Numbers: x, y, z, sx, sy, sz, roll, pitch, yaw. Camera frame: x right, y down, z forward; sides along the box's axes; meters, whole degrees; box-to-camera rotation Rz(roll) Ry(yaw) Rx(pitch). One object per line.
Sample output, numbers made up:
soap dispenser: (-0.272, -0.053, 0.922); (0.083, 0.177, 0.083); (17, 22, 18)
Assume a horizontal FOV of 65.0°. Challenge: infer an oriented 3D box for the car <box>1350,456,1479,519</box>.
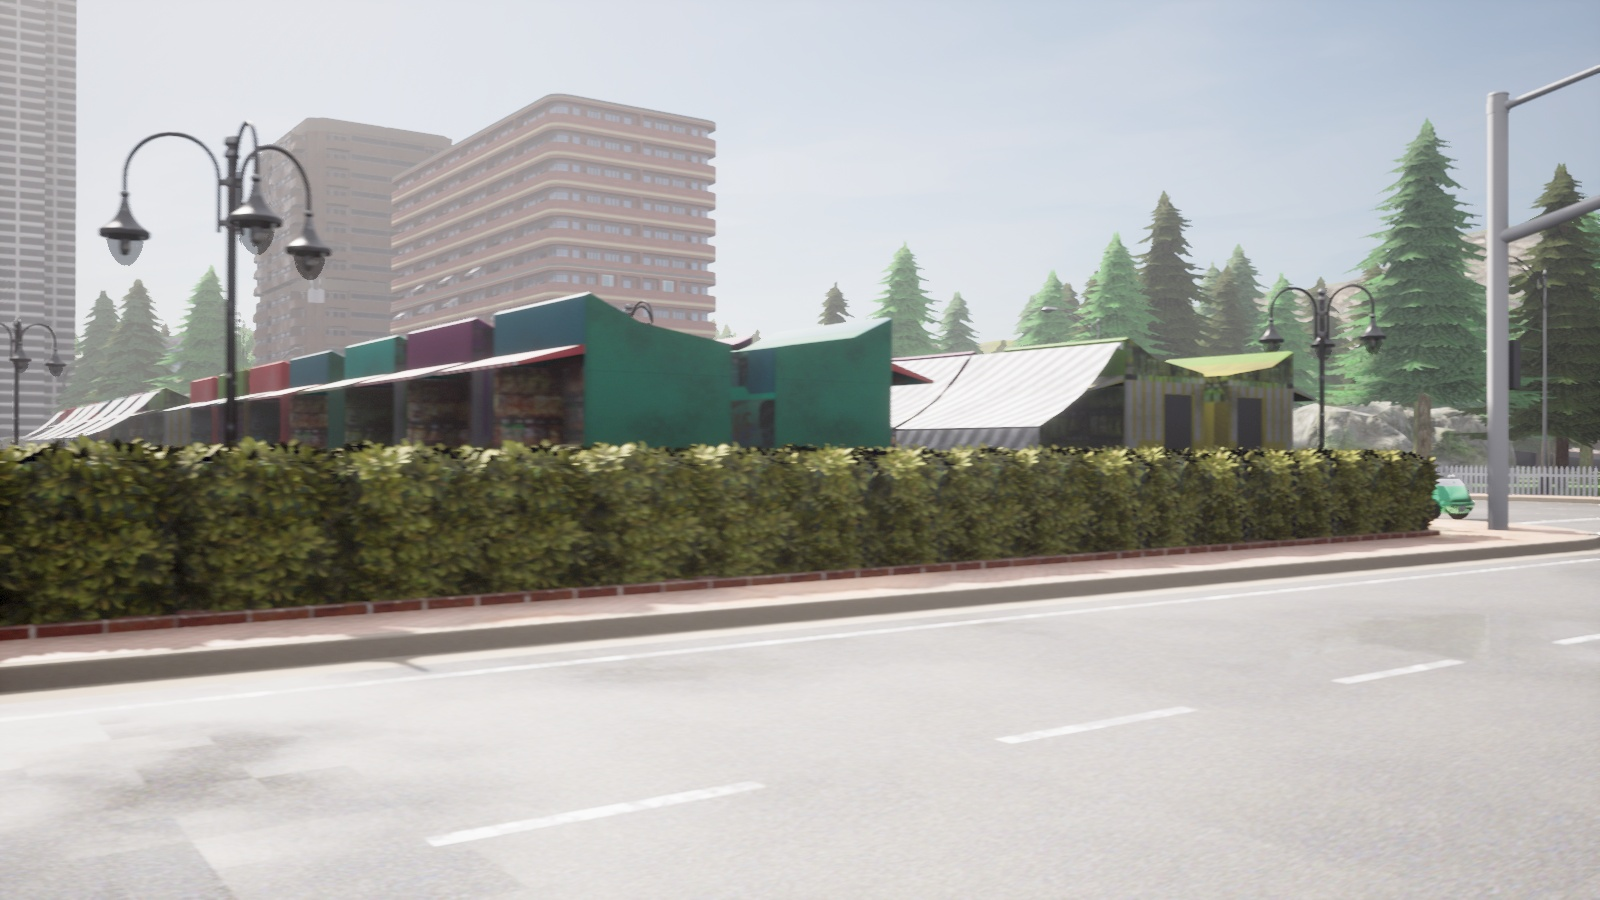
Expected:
car: (14.162, 0.840, 29.000); (1.481, 1.376, 2.207); (0, 0, -34)
